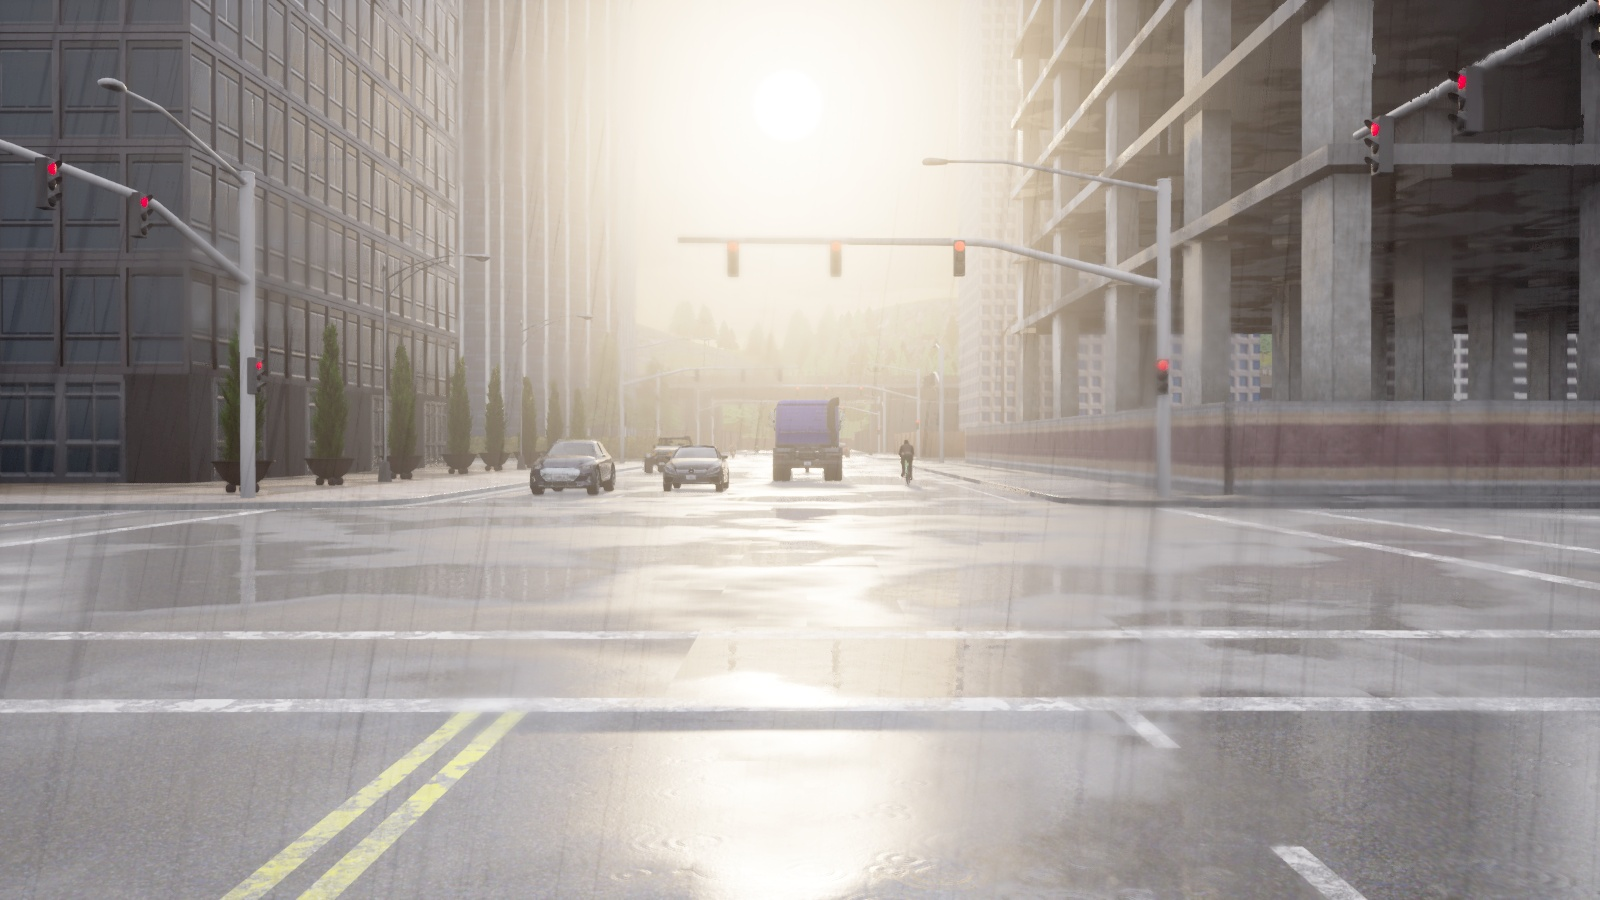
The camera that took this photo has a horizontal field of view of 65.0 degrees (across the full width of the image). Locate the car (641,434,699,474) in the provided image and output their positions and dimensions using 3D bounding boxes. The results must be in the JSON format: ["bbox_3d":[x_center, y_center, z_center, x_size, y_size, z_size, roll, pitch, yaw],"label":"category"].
[{"bbox_3d":[-6.397,0.187,62.052,1.905,1.878,3.866,0,0,9],"label":"car"}]

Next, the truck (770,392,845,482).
[{"bbox_3d":[0.309,-0.532,52.605,2.891,3.462,7.936,0,0,0],"label":"truck"}]

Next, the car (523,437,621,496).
[{"bbox_3d":[-6.774,0.457,37.851,2.033,1.649,4.856,0,0,0],"label":"car"}]

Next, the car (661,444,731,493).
[{"bbox_3d":[-3.261,0.543,40.083,1.812,1.442,4.674,0,0,0],"label":"car"}]
